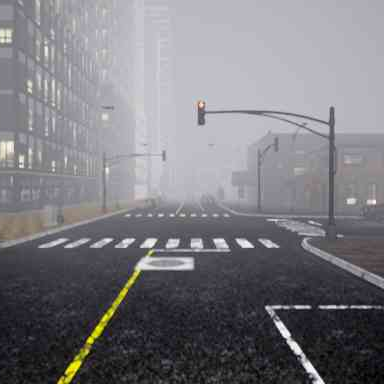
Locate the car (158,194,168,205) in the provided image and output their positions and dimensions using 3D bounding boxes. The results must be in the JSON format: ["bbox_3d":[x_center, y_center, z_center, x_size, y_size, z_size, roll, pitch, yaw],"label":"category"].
[{"bbox_3d":[-5.862,1.517,58.818,1.947,1.339,4.313,-1,0,0],"label":"car"}]

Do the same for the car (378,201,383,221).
[{"bbox_3d":[16.856,1.655,24.665,4.674,1.442,1.812,1,1,1],"label":"car"}]

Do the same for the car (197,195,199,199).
[{"bbox_3d":[2.481,1.267,58.790,2.192,1.841,5.009,-1,0,0],"label":"car"}]

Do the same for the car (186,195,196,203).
[{"bbox_3d":[-0.230,1.467,69.673,2.128,1.511,4.902,0,0,0],"label":"car"}]

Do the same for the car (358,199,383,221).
[{"bbox_3d":[16.438,1.398,27.260,5.009,1.841,2.192,1,0,1],"label":"car"}]

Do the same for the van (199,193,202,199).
[{"bbox_3d":[2.500,1.297,53.147,1.690,1.788,3.998,-1,0,0],"label":"van"}]

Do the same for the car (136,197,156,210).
[{"bbox_3d":[-5.976,1.490,41.715,1.752,1.417,4.829,-1,0,0],"label":"car"}]

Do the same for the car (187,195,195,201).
[{"bbox_3d":[-0.260,1.453,78.866,1.895,1.301,4.718,0,0,0],"label":"car"}]

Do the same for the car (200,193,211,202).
[{"bbox_3d":[2.864,1.168,73.442,2.150,2.045,5.566,0,0,0],"label":"car"}]

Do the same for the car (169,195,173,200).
[{"bbox_3d":[-5.956,1.456,86.868,1.752,1.417,4.829,-1,0,0],"label":"car"}]

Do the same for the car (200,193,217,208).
[{"bbox_3d":[2.521,1.400,47.502,1.967,1.590,4.097,-1,0,0],"label":"car"}]

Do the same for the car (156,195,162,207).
[{"bbox_3d":[-5.824,1.526,47.529,1.947,1.339,4.313,-1,0,0],"label":"car"}]
